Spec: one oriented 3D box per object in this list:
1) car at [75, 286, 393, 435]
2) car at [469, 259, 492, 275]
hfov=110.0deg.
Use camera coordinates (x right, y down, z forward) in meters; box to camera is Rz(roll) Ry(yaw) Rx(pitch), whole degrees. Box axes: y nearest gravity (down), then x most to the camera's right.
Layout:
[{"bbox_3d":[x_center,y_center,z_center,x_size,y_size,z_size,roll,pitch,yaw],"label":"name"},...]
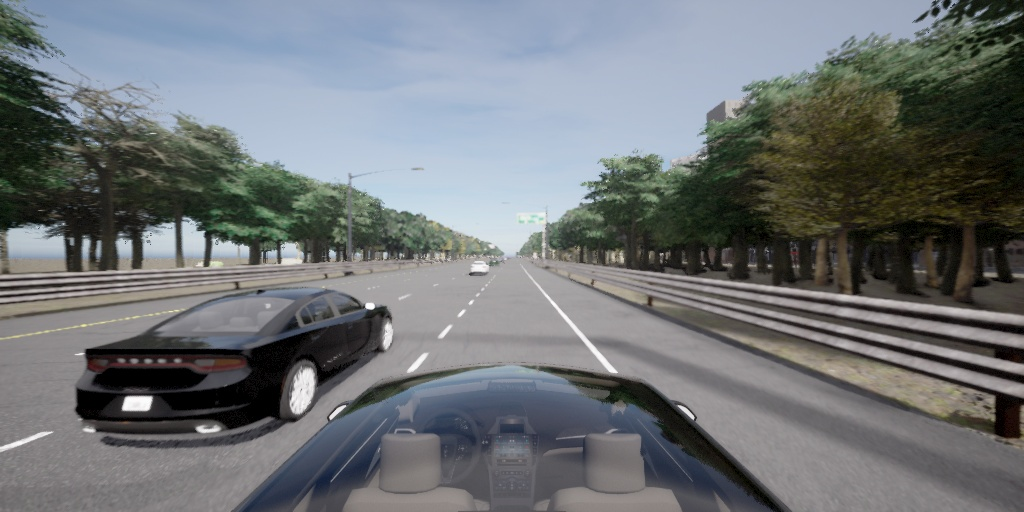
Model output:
[{"bbox_3d":[-3.504,1.227,5.830,1.882,1.535,5.008,0,0,0],"label":"car"},{"bbox_3d":[-3.465,1.283,38.980,1.812,1.442,4.674,0,0,0],"label":"car"}]
